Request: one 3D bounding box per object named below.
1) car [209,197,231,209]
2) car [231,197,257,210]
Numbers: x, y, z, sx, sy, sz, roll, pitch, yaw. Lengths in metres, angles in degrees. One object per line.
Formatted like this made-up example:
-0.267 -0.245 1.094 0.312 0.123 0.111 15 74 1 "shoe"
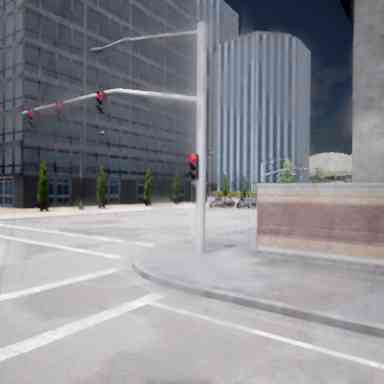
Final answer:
4.029 1.375 43.498 1.812 1.442 4.674 1 0 36 "car"
7.279 1.387 42.031 1.837 1.490 4.892 1 0 36 "car"
